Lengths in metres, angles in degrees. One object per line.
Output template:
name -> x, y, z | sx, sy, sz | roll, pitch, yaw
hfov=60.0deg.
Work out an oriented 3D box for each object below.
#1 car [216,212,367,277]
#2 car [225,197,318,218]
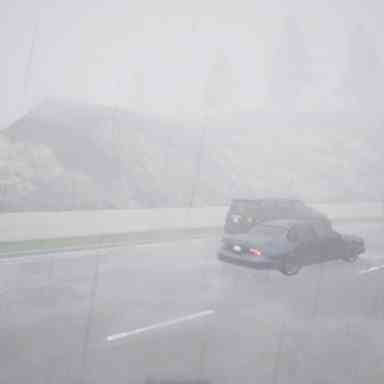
car -> 3.264, 1.568, 10.389 | 5.357, 1.411, 2.033 | 0, 0, -35
car -> 3.992, 1.252, 15.182 | 5.566, 2.045, 2.150 | 0, 0, -35
